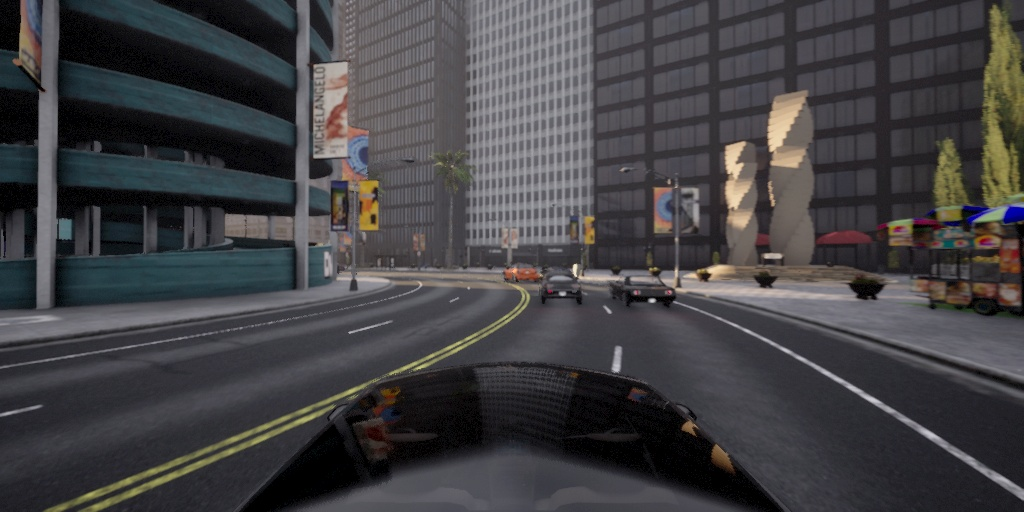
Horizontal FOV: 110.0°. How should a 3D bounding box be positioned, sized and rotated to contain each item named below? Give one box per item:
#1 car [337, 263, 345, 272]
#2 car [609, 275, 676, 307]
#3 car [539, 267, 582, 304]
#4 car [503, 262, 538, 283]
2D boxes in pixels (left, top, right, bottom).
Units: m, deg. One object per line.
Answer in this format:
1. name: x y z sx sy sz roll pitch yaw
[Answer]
1. car: -29.294 1.856 58.407 5.008 1.535 1.882 -1 -1 29
2. car: 5.751 1.508 16.453 1.895 1.301 4.718 0 -1 5
3. car: 2.316 1.446 17.570 1.812 1.442 4.674 0 0 4
4. car: 0.672 1.435 32.546 2.097 1.767 4.553 0 -1 -17
